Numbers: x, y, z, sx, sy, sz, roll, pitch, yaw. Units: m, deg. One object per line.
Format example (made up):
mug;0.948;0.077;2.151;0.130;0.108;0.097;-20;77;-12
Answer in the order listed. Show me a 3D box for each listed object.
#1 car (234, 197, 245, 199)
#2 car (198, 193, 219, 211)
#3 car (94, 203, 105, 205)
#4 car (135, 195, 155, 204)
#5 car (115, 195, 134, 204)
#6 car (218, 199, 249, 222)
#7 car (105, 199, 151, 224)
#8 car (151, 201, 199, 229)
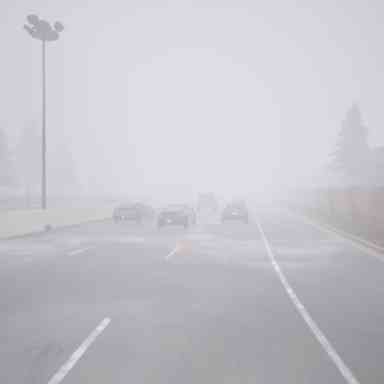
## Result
car;6.092;1.384;42.649;1.837;1.490;4.892;0;-1;9
car;1.947;1.103;38.991;2.150;2.045;5.566;0;-1;9
car;-9.240;1.441;36.676;1.994;1.385;4.181;0;0;9
car;-8.678;1.294;61.818;2.128;1.511;4.902;0;0;10
car;-12.346;1.366;60.971;1.994;1.385;4.181;0;0;10
car;3.351;1.493;25.626;1.994;1.385;4.181;0;0;9
car;-4.036;1.415;23.751;2.128;1.511;4.902;0;0;9
car;-0.925;1.462;21.050;1.812;1.442;4.674;0;0;9
